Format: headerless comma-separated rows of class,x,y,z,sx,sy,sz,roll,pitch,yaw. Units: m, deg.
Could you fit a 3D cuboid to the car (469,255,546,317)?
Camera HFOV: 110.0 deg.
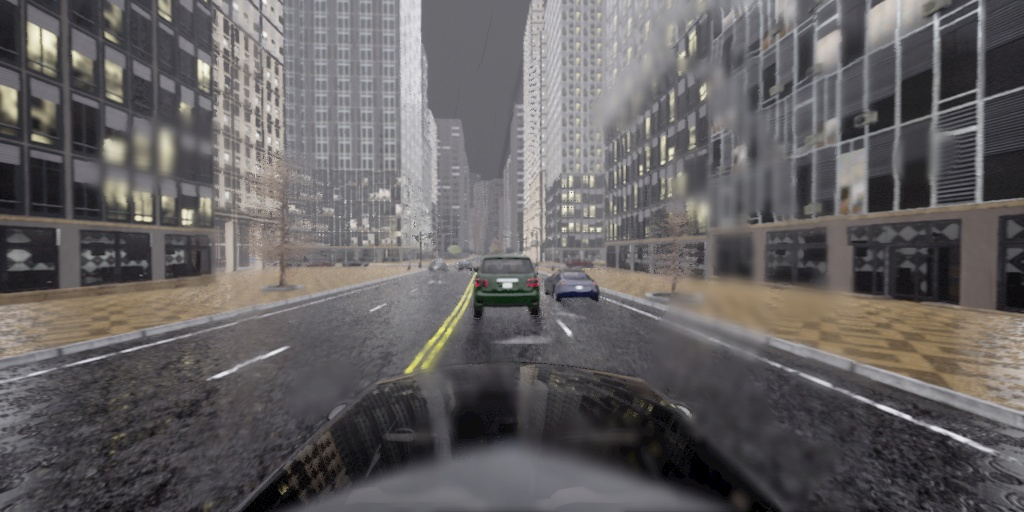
car,-0.272,0.978,13.408,2.150,2.045,5.566,0,0,-3

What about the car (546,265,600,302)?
car,2.726,1.313,17.198,1.994,1.385,4.181,0,0,-4

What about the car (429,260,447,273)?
car,-9.328,1.280,45.433,2.128,1.511,4.902,0,0,-4

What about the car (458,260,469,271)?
car,-6.369,1.323,49.695,2.033,1.411,5.357,0,0,-4

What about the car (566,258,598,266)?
car,12.077,1.244,64.021,5.009,1.841,2.192,0,0,-3
